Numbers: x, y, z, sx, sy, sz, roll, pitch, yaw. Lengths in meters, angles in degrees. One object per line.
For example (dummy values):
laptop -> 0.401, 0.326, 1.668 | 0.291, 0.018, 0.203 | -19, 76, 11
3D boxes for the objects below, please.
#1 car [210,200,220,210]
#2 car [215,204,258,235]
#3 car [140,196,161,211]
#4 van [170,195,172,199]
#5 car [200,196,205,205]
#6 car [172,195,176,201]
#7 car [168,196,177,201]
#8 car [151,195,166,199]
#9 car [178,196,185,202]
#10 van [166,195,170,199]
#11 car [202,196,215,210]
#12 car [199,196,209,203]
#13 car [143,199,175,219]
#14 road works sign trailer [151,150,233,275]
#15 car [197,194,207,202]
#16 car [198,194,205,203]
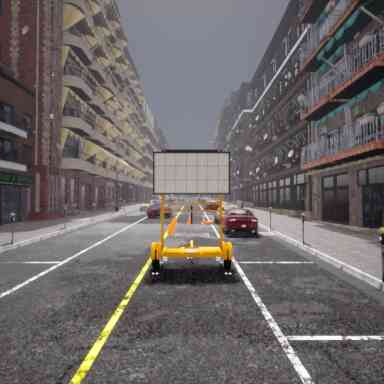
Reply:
car -> 2.585, 1.555, 24.520 | 1.752, 1.417, 4.829 | 1, 0, 0
car -> 2.584, 1.565, 18.818 | 1.887, 1.381, 4.507 | 1, 0, 0
car -> -5.296, 1.594, 40.833 | 1.752, 1.417, 4.829 | 2, 0, 0
van -> -5.293, 1.481, 63.126 | 1.690, 1.788, 3.998 | 1, 0, 0
car -> 2.583, 1.635, 46.472 | 2.008, 1.369, 4.403 | 1, 0, 0
car -> -5.293, 1.501, 74.187 | 2.192, 1.841, 5.009 | 1, 0, 0
car -> -5.300, 1.830, 90.778 | 1.947, 1.339, 4.313 | 1, 0, 0
car -> -5.291, 1.399, 46.535 | 2.192, 1.841, 5.009 | 2, 0, 0
car -> -2.753, 1.730, 85.670 | 2.128, 1.511, 4.902 | 0, 0, 0
van -> -5.292, 1.460, 57.594 | 1.690, 1.788, 3.998 | 2, 0, 0
car -> 2.583, 1.614, 40.940 | 1.887, 1.381, 4.507 | 1, 0, 0
car -> 2.592, 1.626, 74.126 | 1.967, 1.590, 4.097 | 1, 0, 0
car -> -2.851, 1.605, 29.879 | 1.994, 1.385, 4.181 | 0, 0, 0
road works sign trailer -> -0.010, 0.473, 10.490 | 2.380, 3.560, 2.880 | 0, 0, 0
car -> 2.553, 1.551, 85.188 | 2.192, 1.841, 5.009 | 1, 0, 0
car -> 2.583, 1.684, 63.064 | 1.887, 1.381, 4.507 | 1, 0, 0
